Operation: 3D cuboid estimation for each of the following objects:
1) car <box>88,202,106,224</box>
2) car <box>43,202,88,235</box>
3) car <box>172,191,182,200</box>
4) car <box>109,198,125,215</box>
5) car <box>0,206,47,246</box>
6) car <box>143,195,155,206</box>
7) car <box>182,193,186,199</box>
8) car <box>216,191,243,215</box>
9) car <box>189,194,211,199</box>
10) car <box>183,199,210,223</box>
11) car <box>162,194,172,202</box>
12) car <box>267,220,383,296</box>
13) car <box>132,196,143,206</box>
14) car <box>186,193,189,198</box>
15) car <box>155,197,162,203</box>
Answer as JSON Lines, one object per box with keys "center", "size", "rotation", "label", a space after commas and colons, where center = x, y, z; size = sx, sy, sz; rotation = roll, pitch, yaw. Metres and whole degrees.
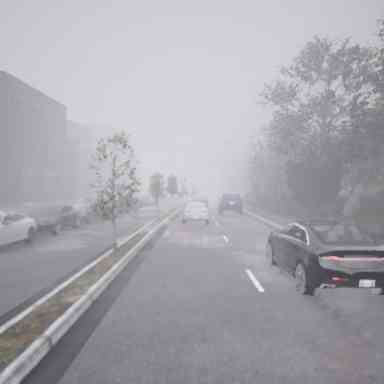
{"center": [-7.877, 1.462, 24.441], "size": [2.002, 1.452, 4.674], "rotation": [0, 0, 0], "label": "car"}
{"center": [-7.913, 1.470, 18.864], "size": [2.163, 1.488, 4.792], "rotation": [0, 0, 0], "label": "car"}
{"center": [-4.696, 1.111, 79.818], "size": [2.231, 1.521, 4.892], "rotation": [0, 0, 9], "label": "car"}
{"center": [-7.841, 1.401, 29.992], "size": [2.231, 1.521, 4.892], "rotation": [0, 0, 0], "label": "car"}
{"center": [-7.951, 1.497, 13.349], "size": [2.002, 1.452, 4.674], "rotation": [0, 0, 0], "label": "car"}
{"center": [-7.515, 1.327, 50.579], "size": [2.163, 1.488, 4.792], "rotation": [0, 0, 3], "label": "car"}
{"center": [-3.812, 0.816, 85.292], "size": [2.435, 2.045, 5.566], "rotation": [0, 1, 10], "label": "car"}
{"center": [3.769, 1.146, 33.214], "size": [2.150, 2.045, 5.566], "rotation": [0, 0, 3], "label": "car"}
{"center": [1.135, 1.375, 42.102], "size": [2.128, 1.511, 4.902], "rotation": [0, 0, 4], "label": "car"}
{"center": [0.317, 1.474, 24.660], "size": [1.812, 1.442, 4.674], "rotation": [0, 0, 2], "label": "car"}
{"center": [-6.125, 1.181, 68.583], "size": [1.946, 1.575, 5.366], "rotation": [0, 0, 7], "label": "car"}
{"center": [3.259, 1.479, 8.601], "size": [2.128, 1.511, 4.902], "rotation": [0, 0, 0], "label": "car"}
{"center": [-7.767, 1.351, 40.984], "size": [2.097, 1.535, 5.008], "rotation": [0, 0, 1], "label": "car"}
{"center": [-2.878, 1.018, 90.623], "size": [1.946, 1.575, 5.366], "rotation": [0, 1, 11], "label": "car"}
{"center": [-7.099, 1.251, 57.608], "size": [1.946, 1.575, 5.366], "rotation": [0, 0, 5], "label": "car"}
